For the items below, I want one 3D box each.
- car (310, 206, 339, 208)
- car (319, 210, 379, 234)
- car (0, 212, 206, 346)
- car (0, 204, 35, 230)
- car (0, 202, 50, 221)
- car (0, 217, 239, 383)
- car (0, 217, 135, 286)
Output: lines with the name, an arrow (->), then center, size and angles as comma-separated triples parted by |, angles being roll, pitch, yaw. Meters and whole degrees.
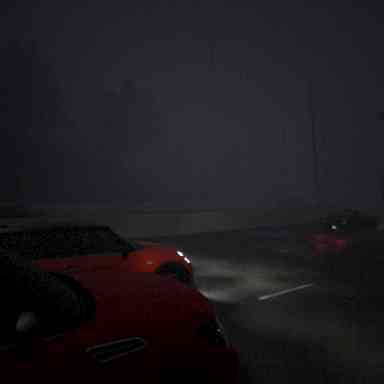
car -> 16.270, 1.988, 40.890 | 4.718, 1.301, 1.895 | 1, -1, -42
car -> 10.036, 1.811, 21.046 | 4.718, 1.301, 1.895 | 1, -1, -41
car -> -2.162, 1.383, 6.647 | 4.553, 1.767, 2.097 | 1, -1, -36
car -> -12.682, 1.566, 20.852 | 4.892, 1.490, 1.837 | 1, 0, -37
car -> -14.668, 1.623, 28.097 | 4.674, 1.442, 1.812 | 1, 0, -38
car -> -2.219, 1.221, 2.245 | 5.566, 2.045, 2.150 | 1, -1, -36
car -> -4.179, 1.563, 9.490 | 4.674, 1.442, 1.812 | 1, 0, -36
